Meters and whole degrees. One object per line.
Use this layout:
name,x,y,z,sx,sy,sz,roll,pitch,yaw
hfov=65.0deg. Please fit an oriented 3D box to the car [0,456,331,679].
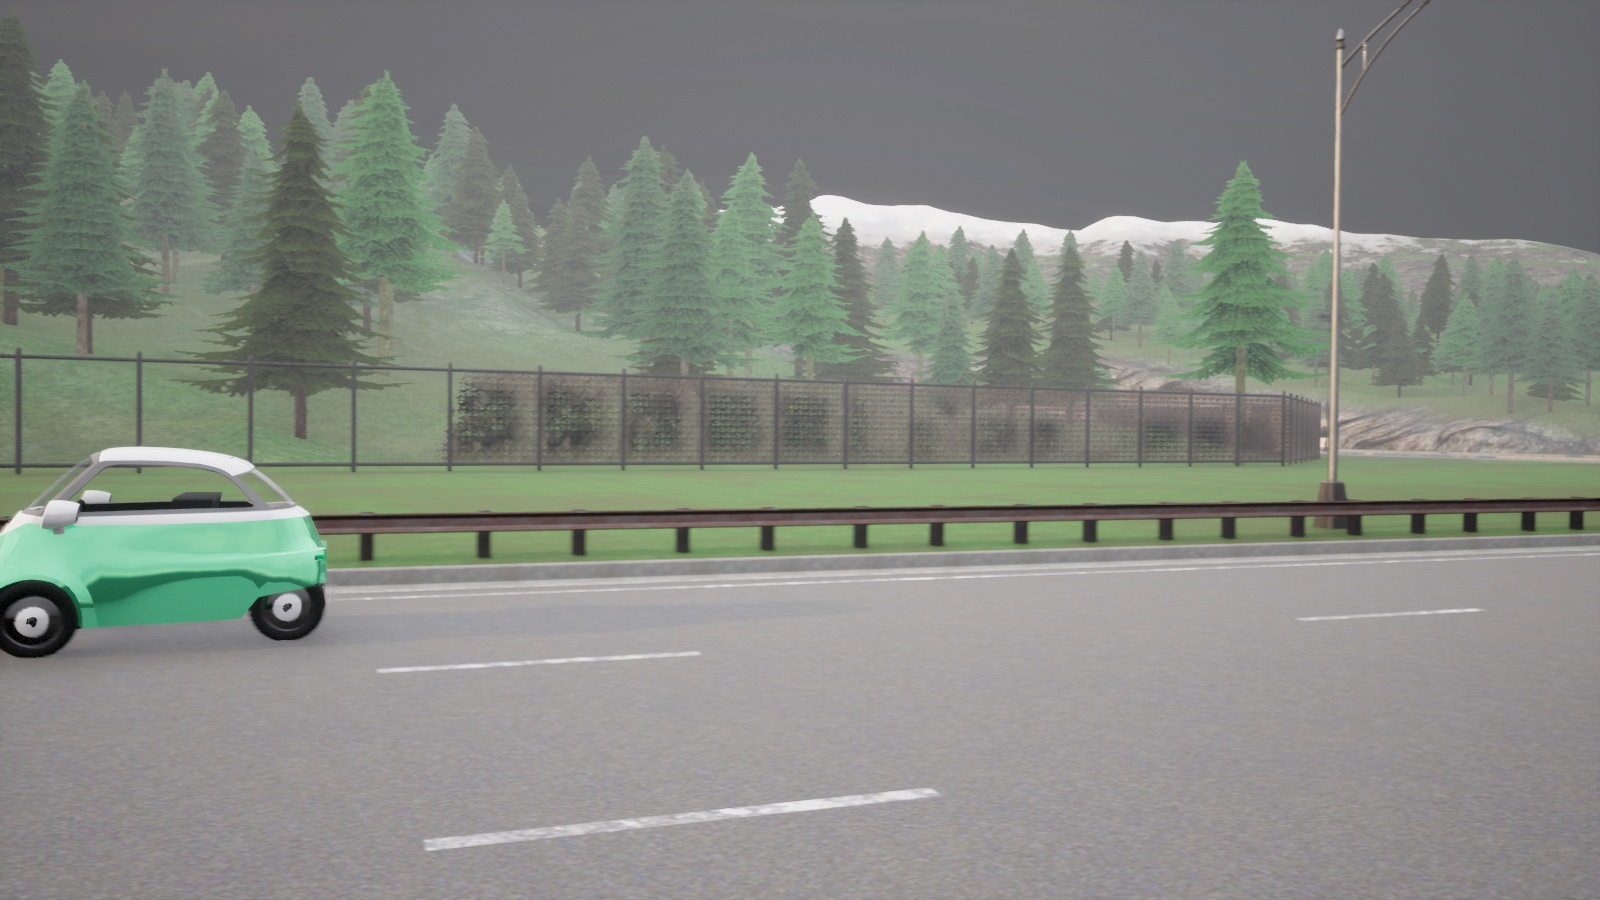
car,-4.552,0.755,8.994,2.207,1.376,1.481,-1,1,-21
